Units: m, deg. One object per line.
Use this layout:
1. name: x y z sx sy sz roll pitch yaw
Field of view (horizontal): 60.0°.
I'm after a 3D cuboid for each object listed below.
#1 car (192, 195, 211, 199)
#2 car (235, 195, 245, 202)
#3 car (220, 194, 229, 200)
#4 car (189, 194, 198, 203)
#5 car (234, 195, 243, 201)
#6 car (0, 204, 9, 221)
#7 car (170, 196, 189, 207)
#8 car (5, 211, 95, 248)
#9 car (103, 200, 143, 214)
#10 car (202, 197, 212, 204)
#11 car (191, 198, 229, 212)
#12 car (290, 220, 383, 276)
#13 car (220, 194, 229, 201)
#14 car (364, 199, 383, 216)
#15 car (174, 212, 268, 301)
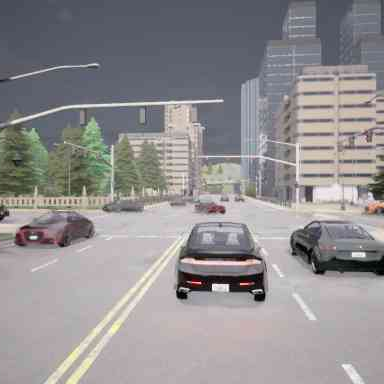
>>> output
1. car: 1.554 1.601 51.967 1.895 1.301 4.718 0 0 6
2. car: 11.002 1.591 76.141 1.895 1.301 4.718 0 0 5
3. car: 7.612 1.549 77.449 1.994 1.385 4.181 0 0 5
4. car: -0.541 1.547 66.093 2.033 1.411 5.357 0 0 6
5. car: 11.896 1.537 85.447 2.033 1.411 5.357 0 0 5
6. car: -16.619 1.221 24.784 5.566 2.045 2.150 0 0 7
7. car: -2.118 1.564 50.363 1.994 1.385 4.181 0 0 6
8. car: -5.940 1.564 14.814 1.994 1.385 4.181 0 0 5
9. car: -7.343 1.564 35.683 4.181 1.385 1.994 0 0 -38
10. car: 3.083 1.600 67.062 1.895 1.301 4.718 0 0 6
11. car: 1.754 1.601 33.853 1.895 1.301 4.718 0 0 -18
12. car: 4.404 1.564 10.446 1.994 1.385 4.181 0 0 5
13. car: 8.409 1.353 85.751 2.097 1.767 4.553 0 0 5
14. car: 19.180 1.352 32.156 4.553 1.767 2.097 0 0 7
15. car: 0.710 1.492 8.339 2.128 1.511 4.902 0 0 5
